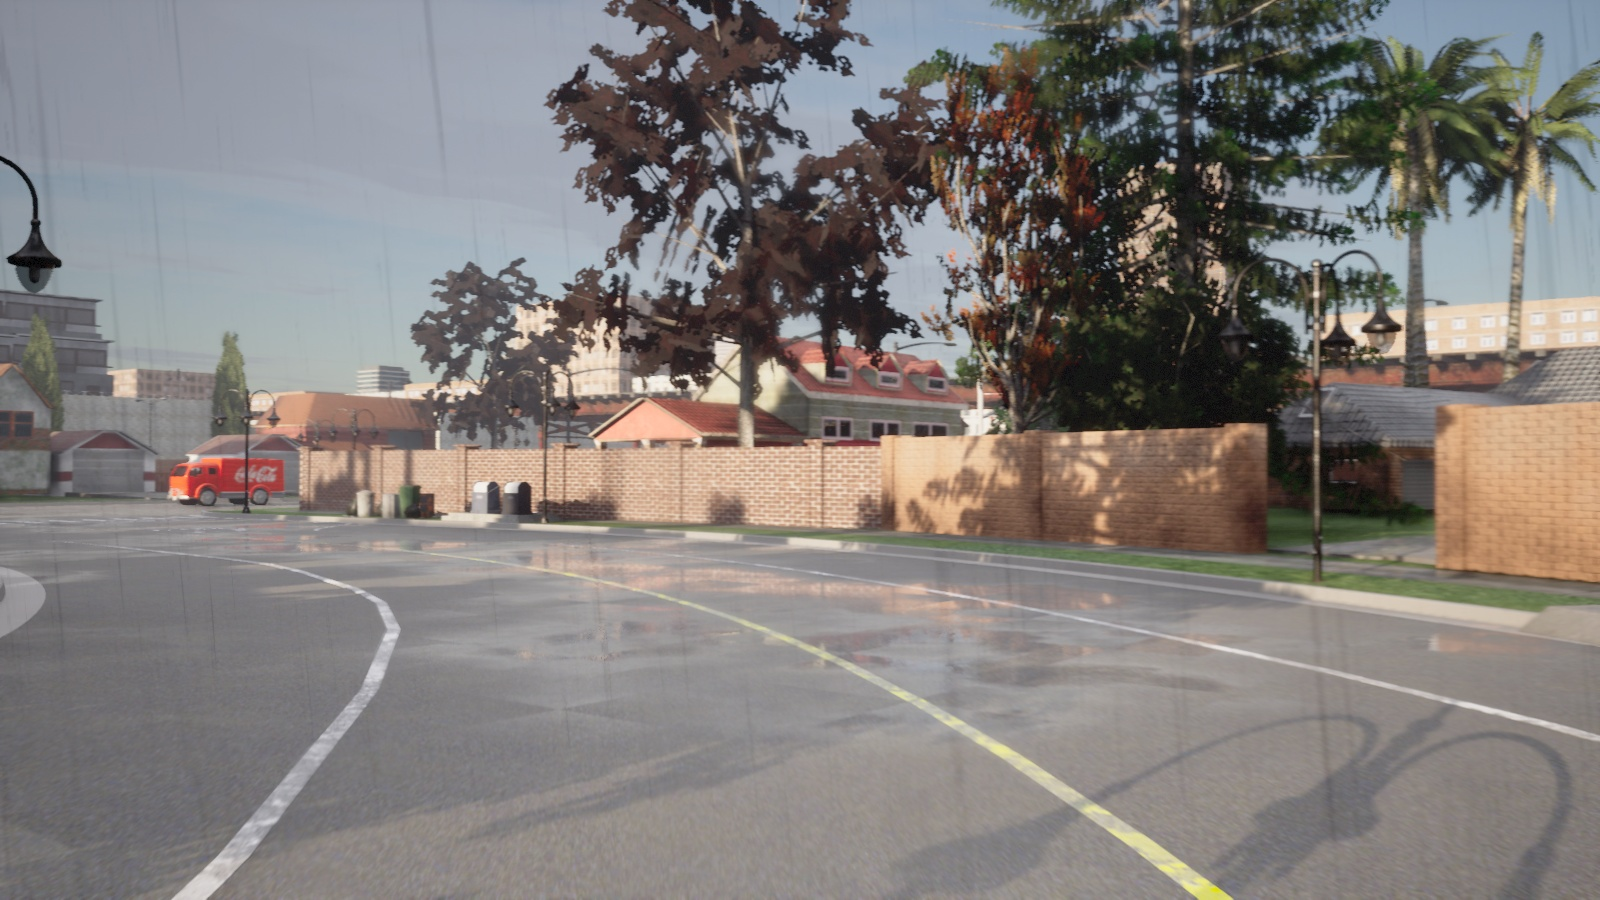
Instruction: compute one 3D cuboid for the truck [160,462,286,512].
[{"bbox_3d":[-29.465,1.865,64.238,2.627,2.467,5.204,-1,-2,37],"label":"truck"}]
